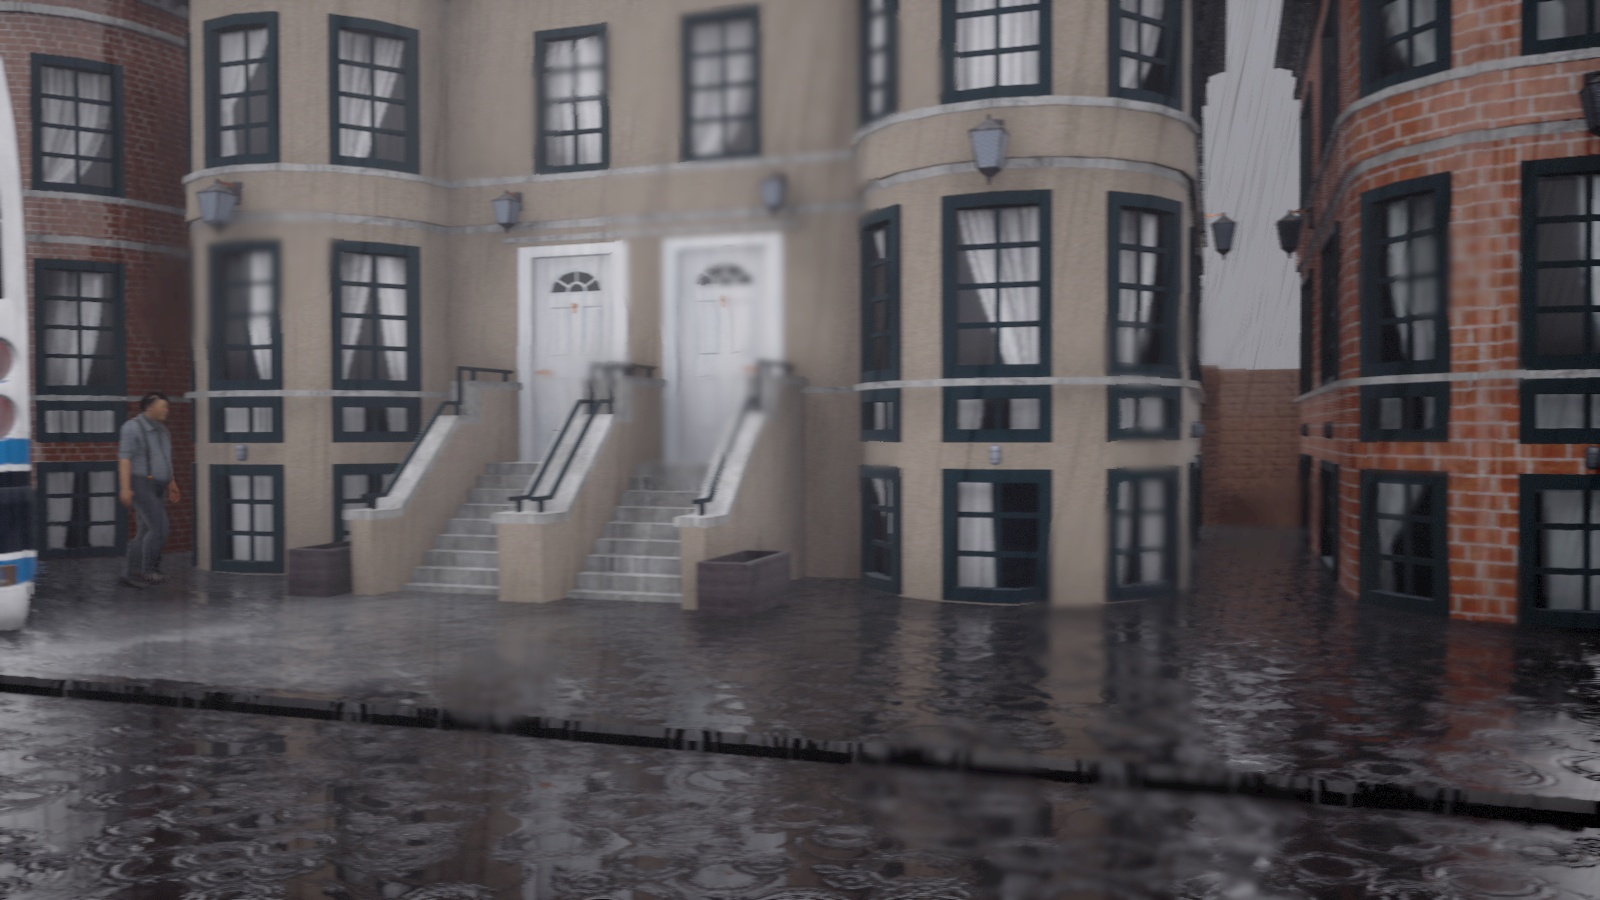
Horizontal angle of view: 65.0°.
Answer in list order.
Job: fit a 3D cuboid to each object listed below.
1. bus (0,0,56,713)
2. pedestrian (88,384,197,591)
[{"bbox_3d":[-9.793,-0.699,6.999,10.273,4.253,3.944,1,1,19],"label":"bus"},{"bbox_3d":[-6.030,0.329,11.530,0.694,1.848,0.540,0,1,10],"label":"pedestrian"}]
